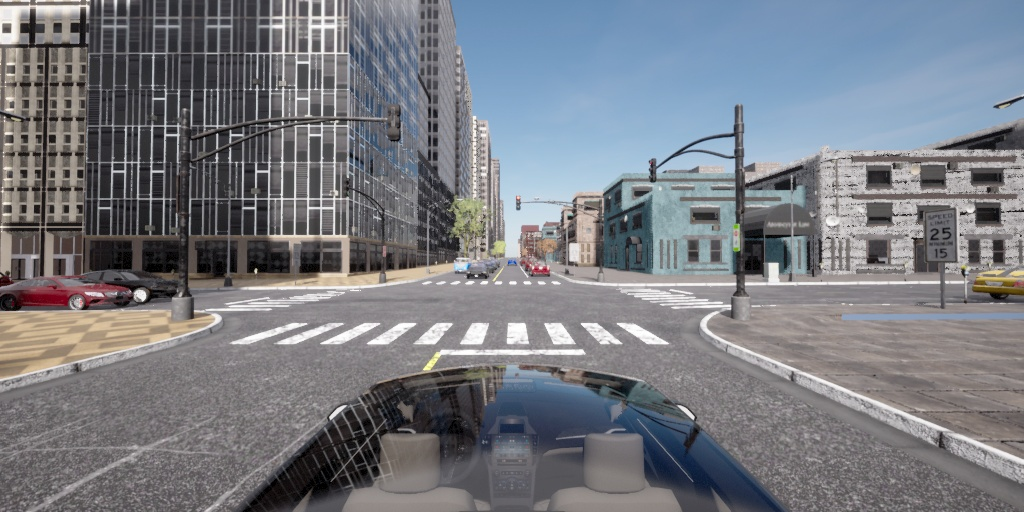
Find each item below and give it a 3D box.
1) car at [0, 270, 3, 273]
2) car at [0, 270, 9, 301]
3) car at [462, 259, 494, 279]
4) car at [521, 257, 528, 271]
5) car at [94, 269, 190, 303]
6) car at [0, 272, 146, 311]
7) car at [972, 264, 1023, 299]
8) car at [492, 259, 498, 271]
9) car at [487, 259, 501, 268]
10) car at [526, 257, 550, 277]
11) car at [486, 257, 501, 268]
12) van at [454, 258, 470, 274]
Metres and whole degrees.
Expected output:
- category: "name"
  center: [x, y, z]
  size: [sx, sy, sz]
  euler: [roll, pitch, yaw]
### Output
- category: "car"
  center: [-23.097, 1.325, 14.068]
  size: [4.097, 1.591, 1.967]
  euler: [0, 0, 1]
- category: "car"
  center: [-27.385, 1.464, 16.717]
  size: [4.902, 1.511, 2.128]
  euler: [-1, -1, 1]
- category: "car"
  center: [-3.072, 1.302, 33.034]
  size: [2.033, 1.411, 5.357]
  euler: [0, 0, -1]
- category: "car"
  center: [2.709, 1.070, 47.191]
  size: [2.192, 1.841, 5.009]
  euler: [0, 0, 0]
- category: "car"
  center: [-17.887, 1.359, 16.623]
  size: [5.008, 1.535, 1.882]
  euler: [-1, -1, 0]
- category: "car"
  center: [-17.414, 1.412, 14.011]
  size: [4.207, 1.307, 1.802]
  euler: [0, 0, 1]
- category: "car"
  center: [20.694, 0.995, 13.631]
  size: [4.829, 1.417, 1.751]
  euler: [0, 0, 1]
- category: "car"
  center: [-3.083, 1.319, 42.337]
  size: [1.994, 1.385, 4.181]
  euler: [0, 0, 0]
- category: "car"
  center: [-3.034, 1.247, 62.310]
  size: [2.128, 1.511, 4.902]
  euler: [0, 0, 0]
- category: "car"
  center: [2.704, 1.194, 35.843]
  size: [1.967, 1.591, 4.097]
  euler: [0, 0, 0]
- category: "car"
  center: [-3.076, 1.303, 52.181]
  size: [2.033, 1.411, 5.357]
  euler: [0, 0, 0]
- category: "van"
  center: [-5.674, 1.096, 41.481]
  size: [1.690, 1.789, 3.998]
  euler: [0, 0, 0]
